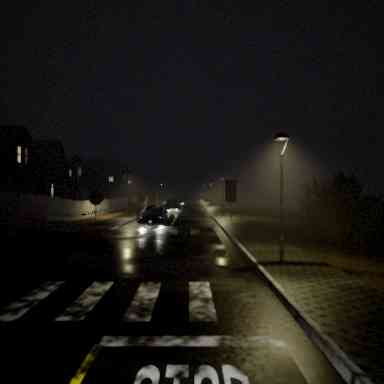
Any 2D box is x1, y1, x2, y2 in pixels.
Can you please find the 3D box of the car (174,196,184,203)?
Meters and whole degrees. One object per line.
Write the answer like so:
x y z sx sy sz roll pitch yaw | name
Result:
-2.868 1.655 73.796 1.882 1.535 5.008 0 0 0 | car

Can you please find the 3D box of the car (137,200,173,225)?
-2.797 1.619 24.992 2.033 1.411 5.357 0 0 0 | car

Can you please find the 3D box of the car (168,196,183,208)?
-2.829 1.650 49.261 2.128 1.511 4.902 0 1 0 | car
